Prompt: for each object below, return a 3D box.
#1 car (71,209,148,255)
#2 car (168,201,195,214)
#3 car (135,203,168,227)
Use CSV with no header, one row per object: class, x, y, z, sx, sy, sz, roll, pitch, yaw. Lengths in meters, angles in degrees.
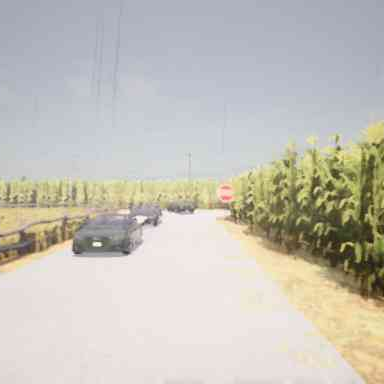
car,-3.176,1.566,13.170,1.994,1.385,4.181,0,0,1
car,-1.375,1.604,35.606,1.895,1.301,4.718,0,0,-23
car,-3.095,1.517,22.942,2.128,1.511,4.902,0,0,0
